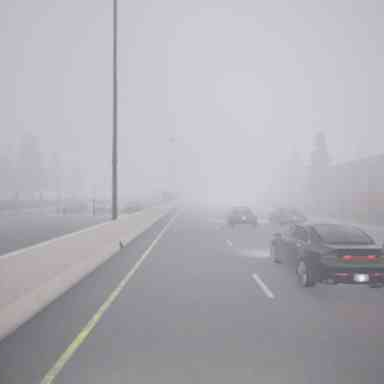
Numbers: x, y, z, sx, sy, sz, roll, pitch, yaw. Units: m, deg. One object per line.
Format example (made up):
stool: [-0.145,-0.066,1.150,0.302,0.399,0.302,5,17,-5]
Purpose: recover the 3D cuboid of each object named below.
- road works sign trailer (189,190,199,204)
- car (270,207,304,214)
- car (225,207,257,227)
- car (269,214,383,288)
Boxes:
road works sign trailer: [0.654,1.135,81.007,2.380,3.560,2.880,0,0,10]
car: [7.078,1.772,24.897,1.994,1.385,4.181,0,0,0]
car: [3.578,1.771,24.828,1.994,1.385,4.181,0,0,0]
car: [3.582,1.584,9.439,1.837,1.490,4.892,0,-1,0]
